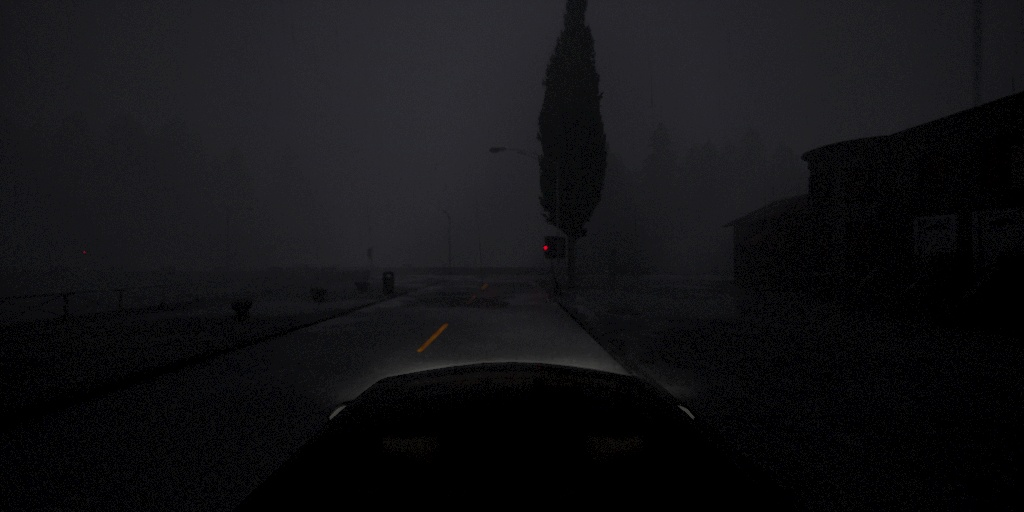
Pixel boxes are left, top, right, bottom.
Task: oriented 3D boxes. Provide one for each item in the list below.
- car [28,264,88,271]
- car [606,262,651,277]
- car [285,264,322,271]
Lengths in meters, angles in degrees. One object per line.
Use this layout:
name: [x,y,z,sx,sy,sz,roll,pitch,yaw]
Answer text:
car: [-50.680,1.542,40.101,4.718,1.301,1.895,0,-1,0]
car: [13.000,1.446,40.067,4.892,1.490,1.837,0,-1,0]
car: [-22.460,1.542,40.085,4.718,1.301,1.895,0,-1,0]
